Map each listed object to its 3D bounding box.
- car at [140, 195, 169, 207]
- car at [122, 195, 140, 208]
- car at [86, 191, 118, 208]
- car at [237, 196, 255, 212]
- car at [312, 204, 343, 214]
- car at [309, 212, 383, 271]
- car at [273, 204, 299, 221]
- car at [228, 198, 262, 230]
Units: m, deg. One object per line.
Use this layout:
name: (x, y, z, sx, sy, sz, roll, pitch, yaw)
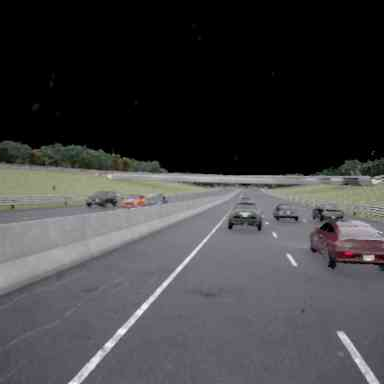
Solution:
car: (-4.269, 1.220, 40.610, 2.097, 1.767, 4.553, 2, 0, 9)
car: (-7.390, 1.125, 43.215, 2.097, 1.767, 4.553, 2, 0, 9)
car: (-11.171, 0.903, 41.728, 2.150, 2.045, 5.566, 2, 0, 9)
car: (6.809, 1.509, 42.240, 2.097, 1.767, 4.553, 2, 0, 9)
car: (11.786, 1.830, 29.145, 2.128, 1.511, 4.902, 2, 0, 9)
car: (5.386, 1.701, 11.660, 1.812, 1.442, 4.674, 2, 0, 10)
car: (8.375, 1.792, 29.969, 2.033, 1.411, 5.357, 2, 0, 9)
car: (3.636, 1.481, 22.666, 2.097, 1.767, 4.553, 2, 0, 9)
